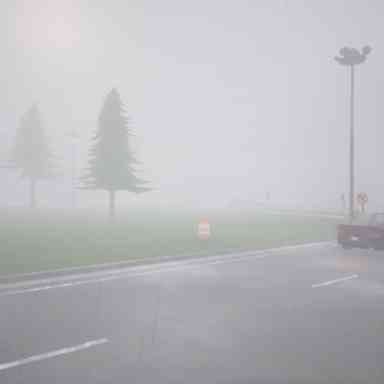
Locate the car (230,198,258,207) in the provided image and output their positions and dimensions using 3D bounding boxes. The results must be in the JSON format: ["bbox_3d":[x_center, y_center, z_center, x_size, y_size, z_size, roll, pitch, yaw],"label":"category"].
[{"bbox_3d":[9.072,1.897,60.781,1.882,1.535,5.008,1,-1,-35],"label":"car"}]

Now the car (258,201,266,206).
[{"bbox_3d":[11.734,2.053,63.085,1.895,1.301,4.718,1,0,-35],"label":"car"}]

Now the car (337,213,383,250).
[{"bbox_3d":[8.132,1.621,13.960,5.008,1.535,1.882,0,0,-35],"label":"car"}]
